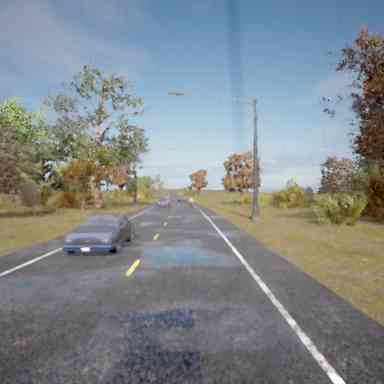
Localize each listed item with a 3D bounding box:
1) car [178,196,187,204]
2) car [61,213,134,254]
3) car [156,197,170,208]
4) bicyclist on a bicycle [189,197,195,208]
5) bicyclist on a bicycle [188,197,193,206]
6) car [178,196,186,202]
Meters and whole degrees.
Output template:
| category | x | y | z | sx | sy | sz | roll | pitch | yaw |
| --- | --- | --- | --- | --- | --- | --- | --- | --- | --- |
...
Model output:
| category | x | y | z | sx | sy | sz | roll | pitch | yaw |
| --- | --- | --- | --- | --- | --- | --- | --- | --- | --- |
| car | -2.060 | 1.843 | 75.521 | 2.128 | 1.511 | 4.902 | 0 | 0 | -3 |
| car | -3.680 | 1.611 | 14.120 | 2.033 | 1.411 | 5.357 | 0 | 0 | -1 |
| car | -4.637 | 1.587 | 54.362 | 2.097 | 1.767 | 4.553 | 0 | 0 | -2 |
| bicyclist on a bicycle | 0.033 | 1.653 | 50.345 | 0.866 | 1.612 | 1.509 | 0 | 0 | -2 |
| bicyclist on a bicycle | -0.326 | 1.693 | 59.934 | 0.866 | 1.612 | 1.509 | 0 | 0 | -3 |
| car | -2.746 | 1.793 | 87.615 | 1.994 | 1.385 | 4.181 | 0 | 0 | -3 |
